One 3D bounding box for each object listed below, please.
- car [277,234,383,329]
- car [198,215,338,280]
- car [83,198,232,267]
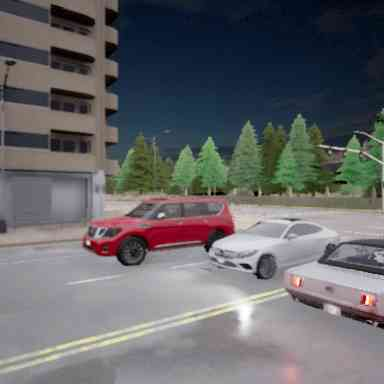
[{"bbox_3d":[4.071,1.610,6.650,4.718,1.301,1.895,0,0,-35],"label":"car"},{"bbox_3d":[2.669,1.536,10.096,4.674,1.442,1.812,0,0,-35],"label":"car"},{"bbox_3d":[-0.928,1.232,11.854,5.566,2.045,2.150,1,0,-35],"label":"car"}]
